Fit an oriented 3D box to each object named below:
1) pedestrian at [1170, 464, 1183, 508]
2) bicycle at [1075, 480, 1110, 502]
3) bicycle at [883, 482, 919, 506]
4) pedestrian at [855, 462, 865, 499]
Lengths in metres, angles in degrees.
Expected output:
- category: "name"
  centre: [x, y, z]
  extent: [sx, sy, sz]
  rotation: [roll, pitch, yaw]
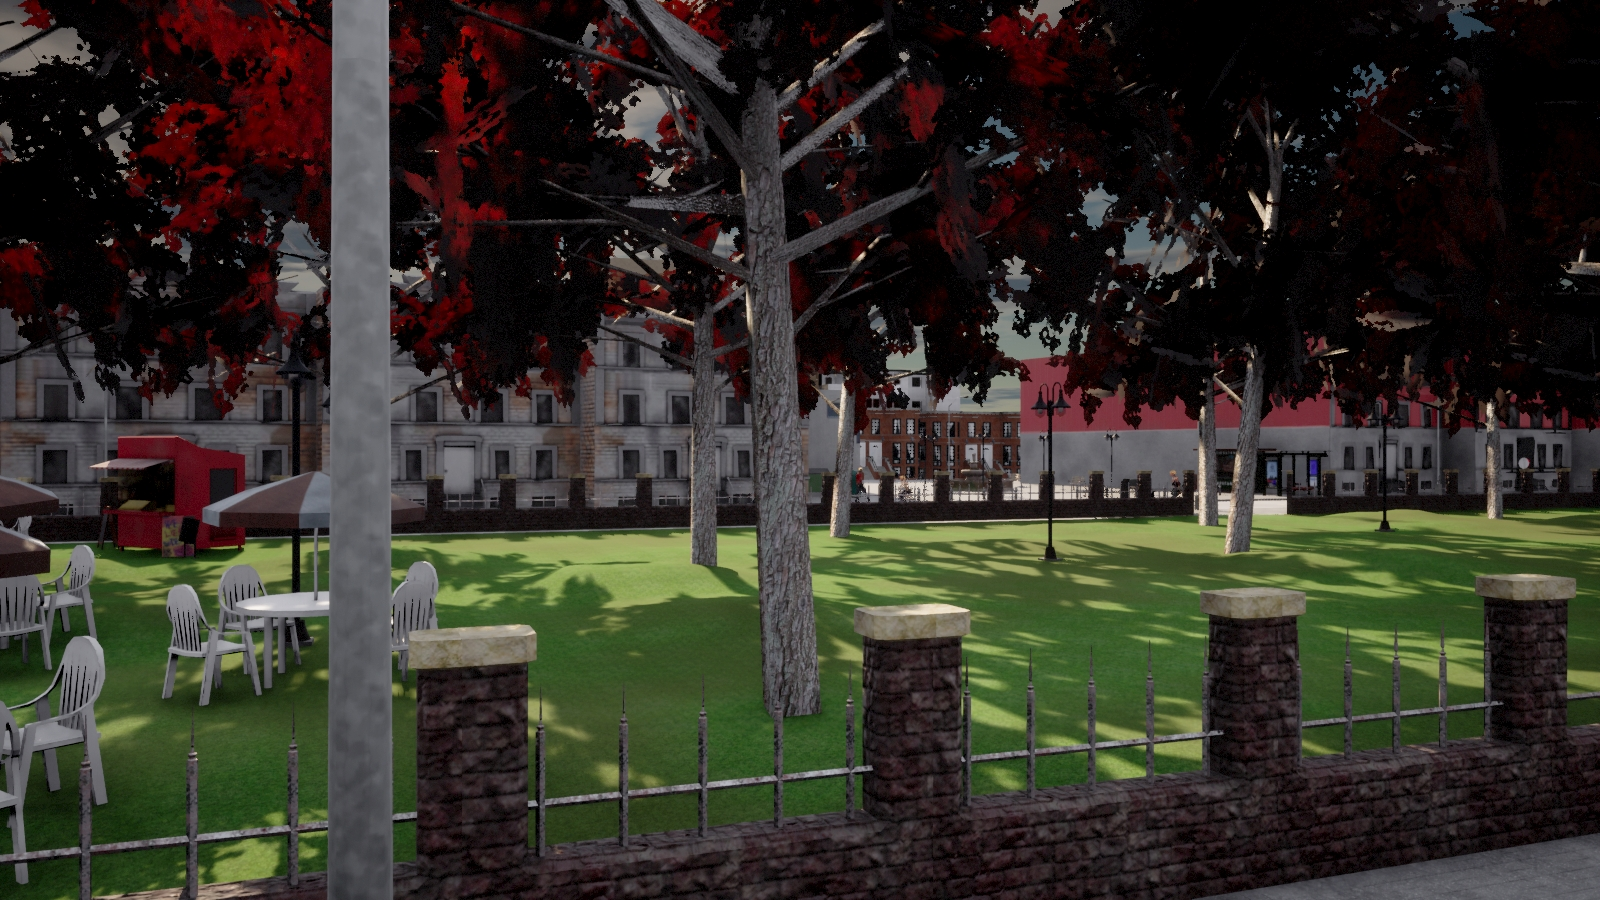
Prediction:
- category: "pedestrian"
  centre: [15.947, 1.538, 48.452]
  extent: [0.375, 1.860, 0.375]
  rotation: [0, 0, -15]
- category: "bicycle"
  centre: [14.678, 2.049, 57.387]
  extent: [1.487, 1.080, 0.859]
  rotation: [0, 0, -20]
- category: "bicycle"
  centre: [4.752, 2.045, 53.742]
  extent: [1.487, 1.080, 0.859]
  rotation: [0, 0, -20]
- category: "pedestrian"
  centre: [2.995, 1.534, 57.335]
  extent: [0.375, 1.860, 0.375]
  rotation: [0, 0, -27]
